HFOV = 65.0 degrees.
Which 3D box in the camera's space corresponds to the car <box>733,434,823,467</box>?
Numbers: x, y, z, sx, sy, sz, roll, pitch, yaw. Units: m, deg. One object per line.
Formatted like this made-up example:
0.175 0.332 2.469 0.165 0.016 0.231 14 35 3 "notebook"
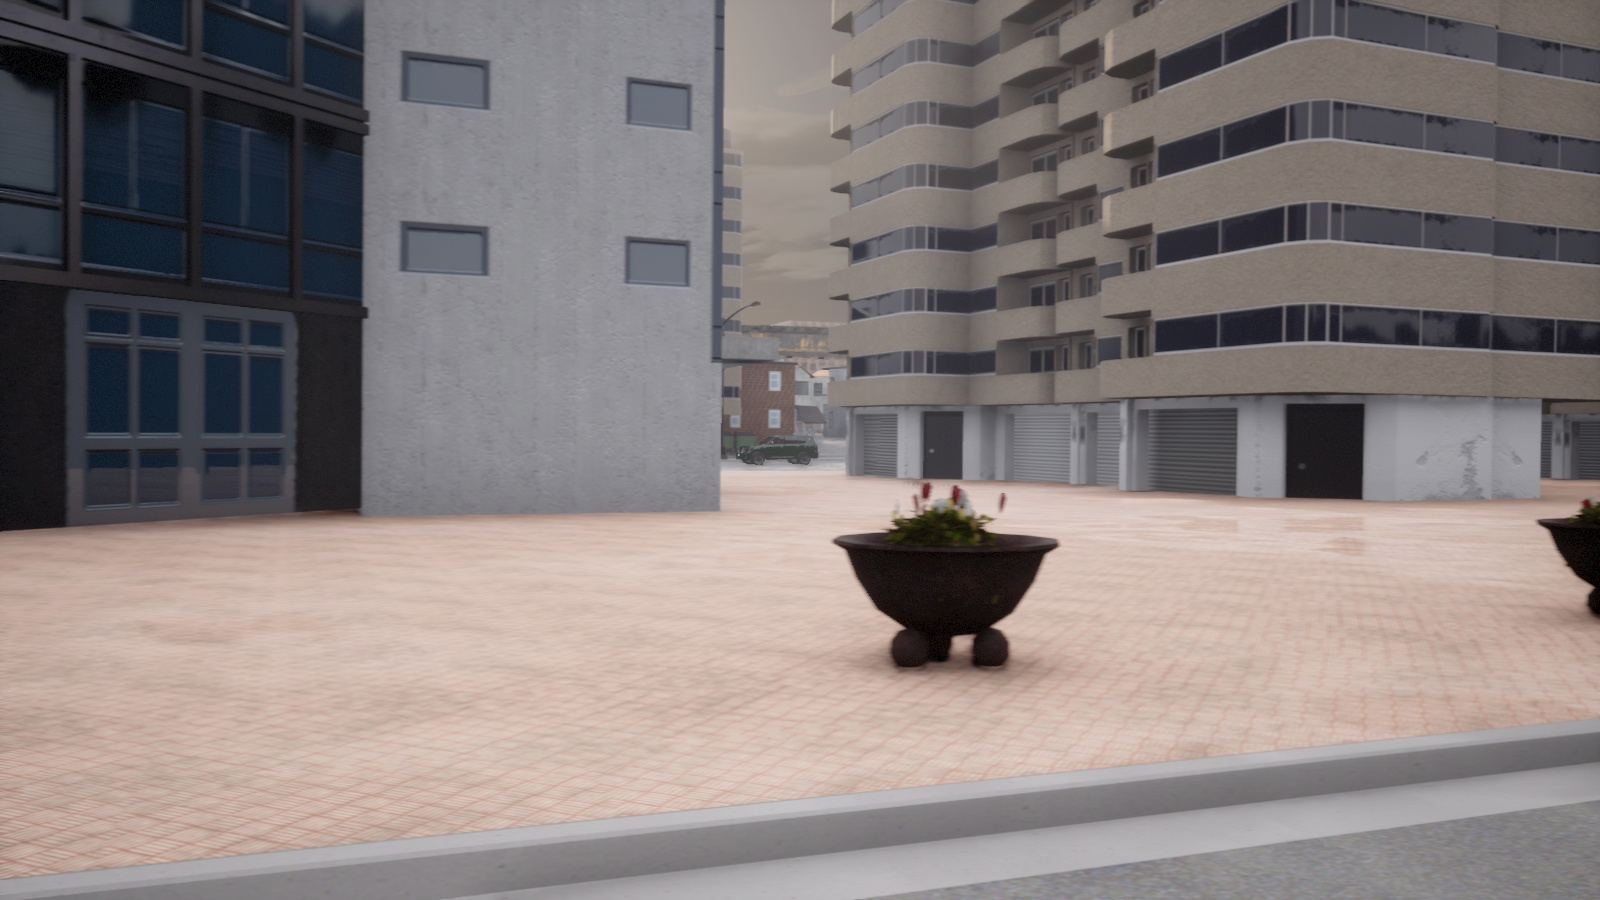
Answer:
-1.465 0.012 84.058 5.566 2.045 2.150 -1 1 -22 "car"
